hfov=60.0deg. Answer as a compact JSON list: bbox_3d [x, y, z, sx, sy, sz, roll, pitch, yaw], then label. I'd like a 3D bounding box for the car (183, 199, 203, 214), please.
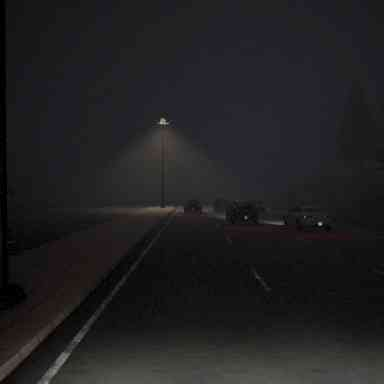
[{"bbox_3d":[0.100,1.526,35.805,1.812,1.442,4.674,0,0,0],"label":"car"}]

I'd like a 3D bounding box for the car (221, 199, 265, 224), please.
[{"bbox_3d":[3.605,1.491,24.529,2.128,1.511,4.902,0,0,0],"label":"car"}]

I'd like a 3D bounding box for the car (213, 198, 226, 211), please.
[{"bbox_3d":[3.608,1.478,40.418,1.882,1.535,5.008,0,0,0],"label":"car"}]

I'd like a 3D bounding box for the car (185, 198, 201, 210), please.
[{"bbox_3d":[0.107,1.564,44.564,1.994,1.385,4.181,0,0,0],"label":"car"}]

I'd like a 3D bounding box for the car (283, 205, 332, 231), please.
[{"bbox_3d":[7.100,1.526,20.738,1.812,1.442,4.674,0,0,0],"label":"car"}]
